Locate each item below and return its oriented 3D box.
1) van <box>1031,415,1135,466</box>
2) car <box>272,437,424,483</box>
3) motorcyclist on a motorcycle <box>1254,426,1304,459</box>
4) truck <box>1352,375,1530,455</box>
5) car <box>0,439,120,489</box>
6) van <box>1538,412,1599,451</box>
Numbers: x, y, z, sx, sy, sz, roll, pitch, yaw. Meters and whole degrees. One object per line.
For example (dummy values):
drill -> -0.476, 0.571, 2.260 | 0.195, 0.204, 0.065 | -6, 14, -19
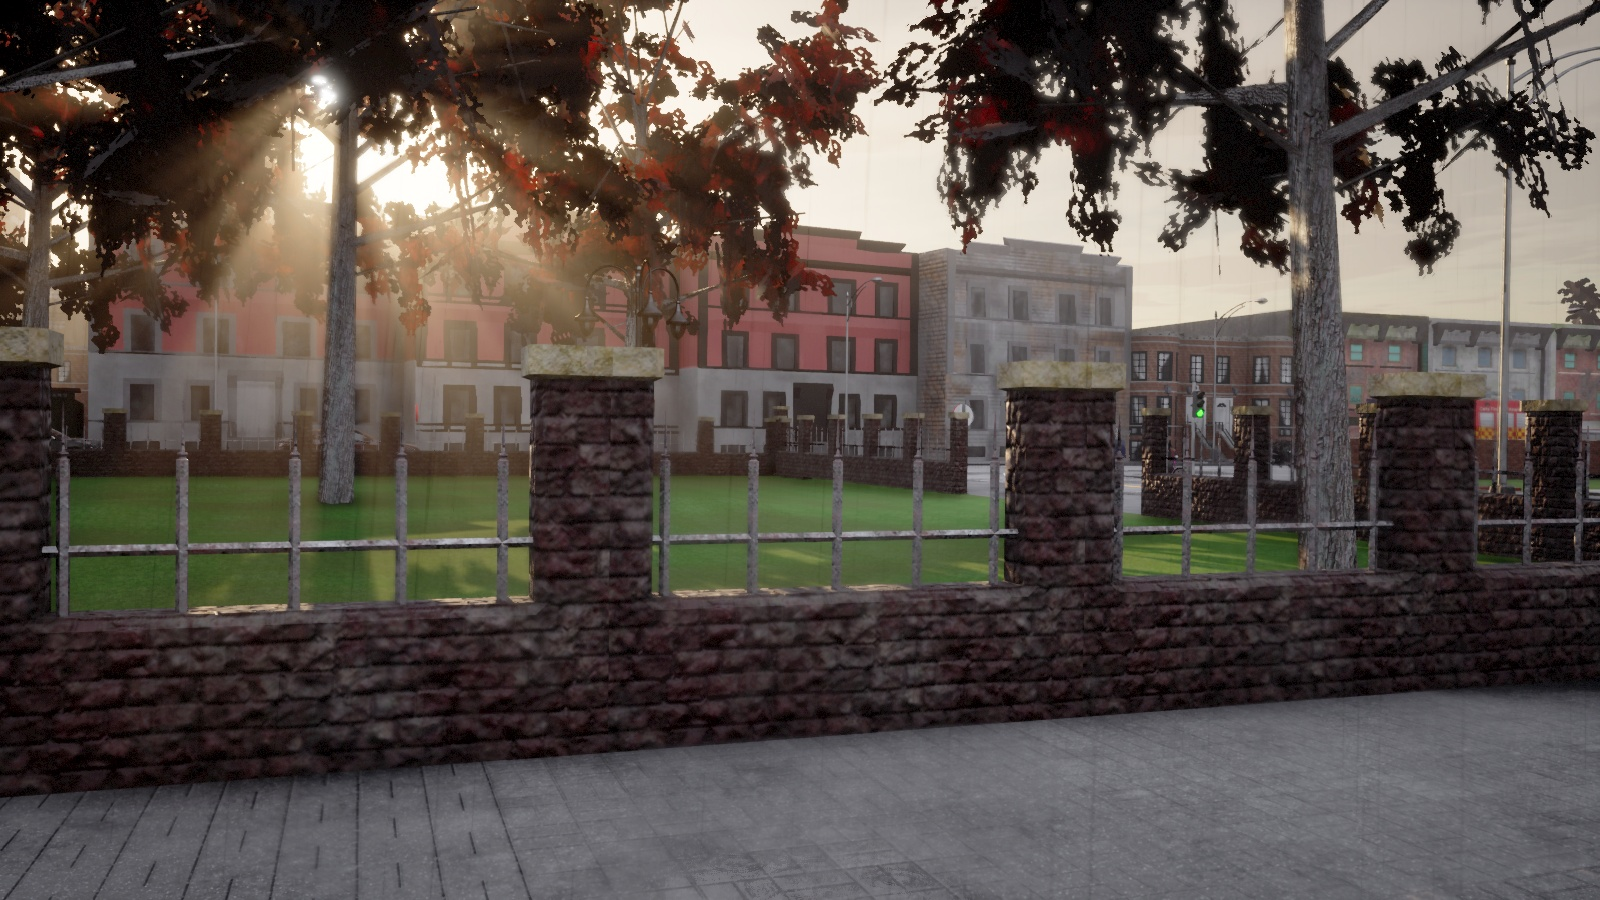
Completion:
van -> 11.557, -0.407, 51.165 | 4.442, 1.987, 1.775 | -1, 1, -40
car -> -15.118, 0.301, 42.160 | 4.674, 1.442, 1.812 | -1, 1, -19
motorcyclist on a motorcycle -> 22.729, -0.382, 59.617 | 2.191, 1.530, 0.866 | -1, 1, -19
truck -> 32.092, -1.736, 62.869 | 8.468, 3.827, 2.891 | -1, 1, -19
car -> -24.059, 0.428, 39.022 | 4.892, 1.490, 1.837 | -1, 1, -19
van -> 41.292, -0.970, 66.074 | 4.442, 1.987, 1.775 | -1, 1, -19
